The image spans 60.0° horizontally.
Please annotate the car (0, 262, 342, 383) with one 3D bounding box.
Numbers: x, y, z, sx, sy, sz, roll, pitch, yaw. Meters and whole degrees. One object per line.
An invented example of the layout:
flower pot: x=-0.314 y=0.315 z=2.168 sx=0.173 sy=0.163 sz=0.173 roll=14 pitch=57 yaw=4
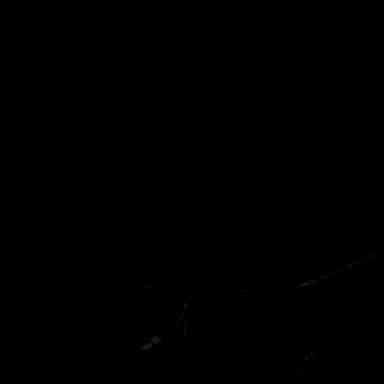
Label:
car: x=-0.363 y=1.608 z=3.709 sx=4.718 sy=1.301 sz=1.895 roll=0 pitch=0 yaw=-38
